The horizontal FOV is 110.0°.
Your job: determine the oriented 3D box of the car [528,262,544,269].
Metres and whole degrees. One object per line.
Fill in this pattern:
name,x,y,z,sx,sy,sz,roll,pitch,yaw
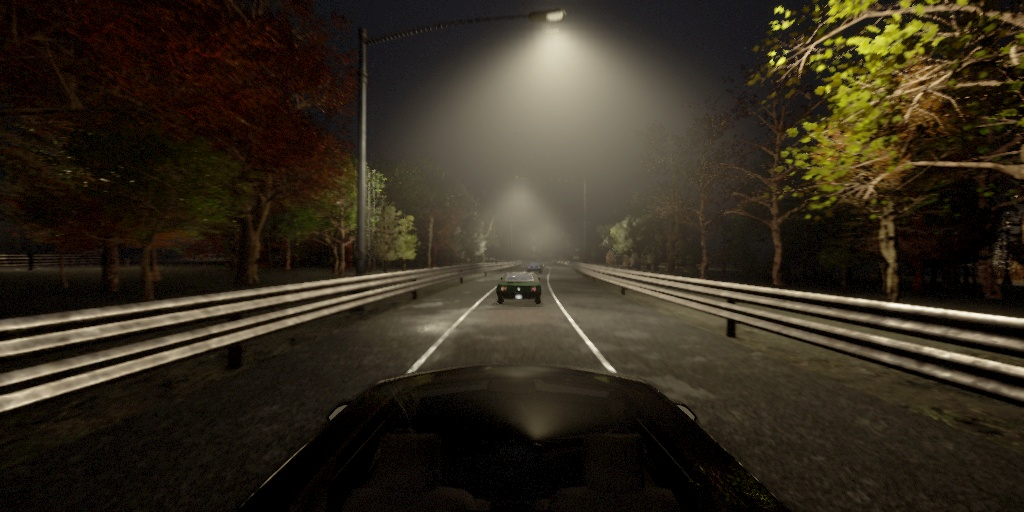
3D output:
car,3.004,1.476,46.186,2.033,1.411,5.357,0,0,7

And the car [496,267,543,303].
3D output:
car,0.390,1.400,16.998,1.895,1.301,4.718,0,0,3
